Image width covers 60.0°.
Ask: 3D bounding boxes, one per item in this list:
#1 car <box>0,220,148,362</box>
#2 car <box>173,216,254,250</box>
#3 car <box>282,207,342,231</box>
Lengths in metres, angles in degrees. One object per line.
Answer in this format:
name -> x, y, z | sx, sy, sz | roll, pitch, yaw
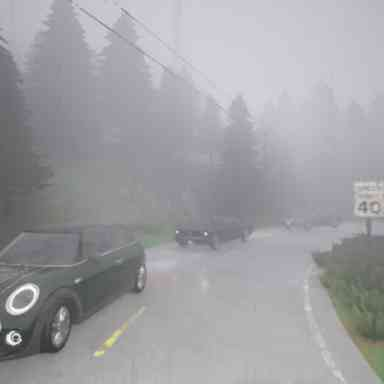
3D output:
car -> -2.548, 1.441, 6.420 | 2.097, 1.767, 4.553 | 0, -1, 14
car -> 1.153, 1.806, 15.631 | 1.895, 1.301, 4.718 | -1, -1, 34
car -> 8.267, 1.783, 22.865 | 4.902, 1.511, 2.128 | 0, -1, -34
